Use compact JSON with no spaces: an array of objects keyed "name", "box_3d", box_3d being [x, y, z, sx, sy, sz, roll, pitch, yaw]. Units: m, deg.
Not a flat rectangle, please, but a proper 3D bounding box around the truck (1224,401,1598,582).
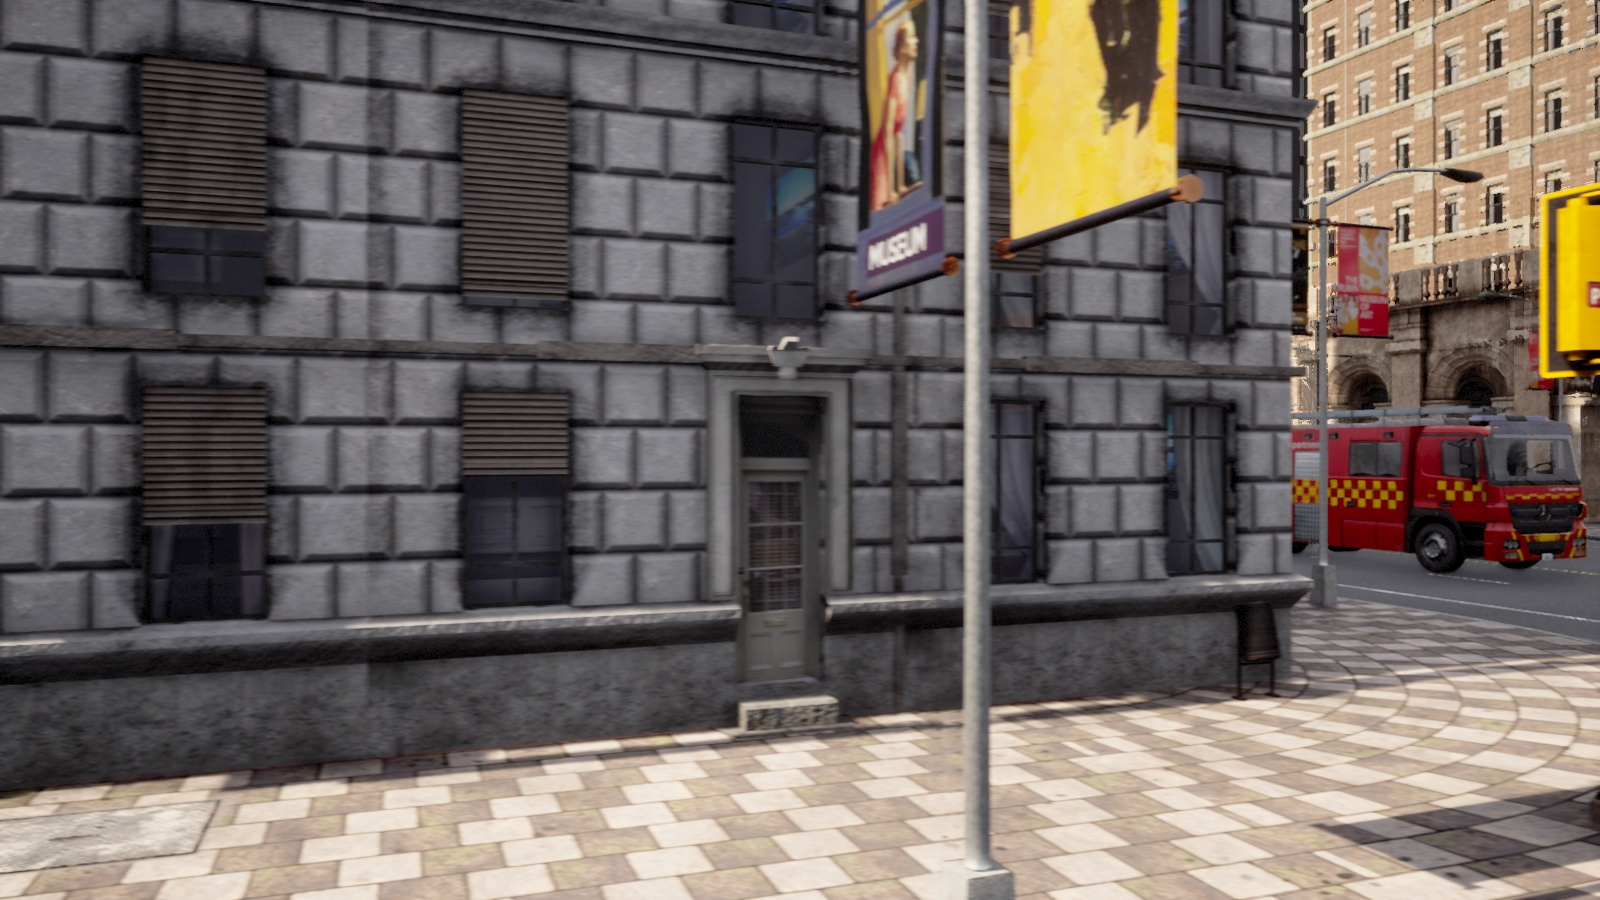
[{"name":"truck","box_3d":[14.691,0.878,28.535,2.891,3.827,8.468,0,0,-20]}]
